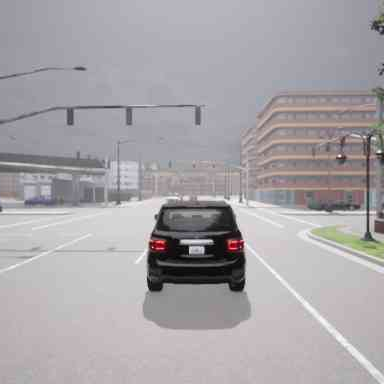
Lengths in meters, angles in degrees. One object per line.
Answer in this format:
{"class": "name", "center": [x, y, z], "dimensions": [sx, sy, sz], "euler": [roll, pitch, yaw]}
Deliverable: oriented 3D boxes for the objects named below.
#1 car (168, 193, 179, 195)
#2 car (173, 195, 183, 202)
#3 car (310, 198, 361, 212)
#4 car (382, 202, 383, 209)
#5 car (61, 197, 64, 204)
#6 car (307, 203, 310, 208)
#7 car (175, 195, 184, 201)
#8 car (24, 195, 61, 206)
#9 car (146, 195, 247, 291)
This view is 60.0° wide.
{"class": "car", "center": [-3.058, 1.199, 54.502], "dimensions": [2.150, 2.045, 5.566], "euler": [0, 0, 2]}
{"class": "car", "center": [-3.157, 1.509, 75.112], "dimensions": [2.033, 1.411, 5.357], "euler": [0, 0, 0]}
{"class": "car", "center": [16.343, 1.585, 37.631], "dimensions": [4.718, 1.301, 1.895], "euler": [0, 0, -3]}
{"class": "car", "center": [25.901, 1.335, 41.018], "dimensions": [4.553, 1.767, 2.097], "euler": [0, 0, 0]}
{"class": "car", "center": [-23.966, 1.432, 56.831], "dimensions": [3.806, 1.475, 1.970], "euler": [0, 0, 1]}
{"class": "car", "center": [16.729, 1.488, 41.106], "dimensions": [4.892, 1.490, 1.837], "euler": [0, 0, 1]}
{"class": "car", "center": [-3.232, 1.478, 85.441], "dimensions": [2.128, 1.511, 4.902], "euler": [0, 0, 0]}
{"class": "car", "center": [-23.256, 1.274, 51.079], "dimensions": [4.611, 1.667, 2.242], "euler": [0, 0, 1]}
{"class": "car", "center": [0.096, 1.218, 9.125], "dimensions": [2.150, 2.045, 5.566], "euler": [0, 0, 0]}
